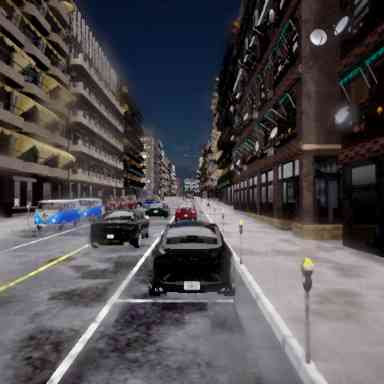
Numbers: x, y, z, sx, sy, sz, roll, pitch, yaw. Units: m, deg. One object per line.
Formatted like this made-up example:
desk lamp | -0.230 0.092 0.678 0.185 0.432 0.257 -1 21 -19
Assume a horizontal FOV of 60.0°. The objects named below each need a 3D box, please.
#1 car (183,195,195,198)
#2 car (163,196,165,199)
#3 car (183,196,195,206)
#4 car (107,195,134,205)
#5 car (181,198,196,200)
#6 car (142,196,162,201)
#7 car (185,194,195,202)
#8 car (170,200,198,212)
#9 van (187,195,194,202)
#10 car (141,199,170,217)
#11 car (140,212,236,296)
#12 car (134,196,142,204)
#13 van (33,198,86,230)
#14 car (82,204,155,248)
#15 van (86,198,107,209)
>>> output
car | -0.427 1.490 37.286 1.967 1.590 4.097 1 0 0
car | -8.321 1.846 92.653 1.802 1.307 4.206 1 0 0
car | -0.469 1.553 59.411 1.967 1.590 4.097 1 0 0
car | -8.311 1.365 37.346 2.192 1.841 5.009 1 0 0
car | -0.436 1.582 31.754 1.887 1.381 4.507 1 0 0
car | -5.770 1.634 46.795 1.812 1.442 4.674 0 0 0
car | -0.468 1.521 81.536 2.192 1.841 5.009 1 0 0
car | -0.436 1.571 26.224 1.887 1.381 4.507 1 0 0
van | -0.469 1.575 87.068 1.690 1.788 3.998 1 0 0
car | -3.020 1.606 29.790 1.994 1.385 4.181 0 0 0
car | 0.000 1.508 8.653 1.837 1.490 4.892 0 0 0
car | -8.311 1.378 42.876 2.192 1.841 5.009 1 0 0
van | -8.311 1.358 20.753 1.690 1.788 3.998 2 0 0
car | -3.020 1.496 14.786 1.882 1.535 5.008 0 0 0
van | -8.312 1.368 26.286 1.690 1.788 3.998 1 0 0
